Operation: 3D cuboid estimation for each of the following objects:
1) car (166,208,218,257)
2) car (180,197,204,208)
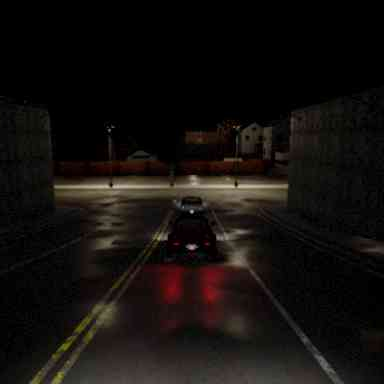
[{"bbox_3d":[0.008,1.619,13.318,1.812,1.442,4.674,0,1,0],"label":"car"},{"bbox_3d":[-0.001,1.045,27.452,1.895,1.301,4.718,0,4,0],"label":"car"}]
